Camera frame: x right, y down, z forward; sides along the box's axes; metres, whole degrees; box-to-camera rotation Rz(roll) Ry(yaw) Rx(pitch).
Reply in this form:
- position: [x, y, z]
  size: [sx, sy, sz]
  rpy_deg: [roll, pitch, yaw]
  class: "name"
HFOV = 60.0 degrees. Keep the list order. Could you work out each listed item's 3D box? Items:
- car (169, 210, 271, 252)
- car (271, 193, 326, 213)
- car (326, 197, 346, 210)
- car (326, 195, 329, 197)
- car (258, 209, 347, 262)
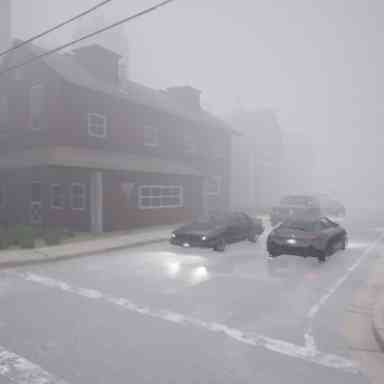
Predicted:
- position: [1.308, 1.543, 14.297]
  size: [2.033, 1.411, 5.357]
  rpy_deg: [0, 0, 35]
  class: "car"
- position: [7.217, 1.220, 22.831]
  size: [2.150, 2.045, 5.566]
  rpy_deg: [0, 0, 35]
  class: "car"
- position: [13.126, 1.528, 31.344]
  size: [1.812, 1.442, 4.674]
  rpy_deg: [0, 0, 35]
  class: "car"
- position: [17.891, 1.162, 45.428]
  size: [1.905, 1.878, 3.866]
  rpy_deg: [6, 1, -8]
  class: "car"
- position: [4.328, 1.550, 12.253]
  size: [1.994, 1.385, 4.181]
  rpy_deg: [0, 0, 35]
  class: "car"
